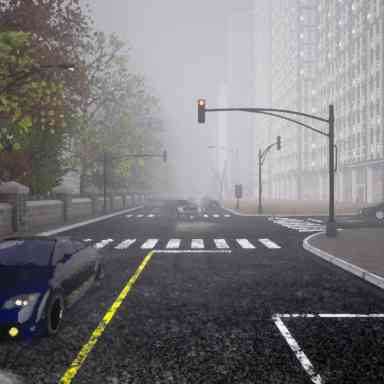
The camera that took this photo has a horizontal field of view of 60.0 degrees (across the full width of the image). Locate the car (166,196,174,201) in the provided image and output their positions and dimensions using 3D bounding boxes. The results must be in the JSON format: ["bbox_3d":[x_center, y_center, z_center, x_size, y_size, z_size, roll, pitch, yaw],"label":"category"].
[{"bbox_3d":[-5.765,1.626,86.597,1.887,1.381,4.507,0,0,0],"label":"car"}]

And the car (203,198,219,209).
[{"bbox_3d":[2.649,1.592,47.178,1.947,1.339,4.313,0,0,0],"label":"car"}]

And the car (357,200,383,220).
[{"bbox_3d":[14.932,1.239,24.769,4.892,1.490,1.837,-1,0,0],"label":"car"}]

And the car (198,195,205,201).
[{"bbox_3d":[2.610,1.642,92.237,2.008,1.369,4.403,0,0,0],"label":"car"}]

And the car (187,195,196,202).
[{"bbox_3d":[-0.069,1.482,78.830,2.033,1.411,5.357,0,0,0],"label":"car"}]

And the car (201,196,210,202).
[{"bbox_3d":[3.082,1.590,76.858,1.812,1.442,4.674,0,0,0],"label":"car"}]

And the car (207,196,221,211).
[{"bbox_3d":[2.654,1.587,41.546,1.947,1.339,4.313,0,0,0],"label":"car"}]

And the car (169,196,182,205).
[{"bbox_3d":[-3.113,1.536,62.962,2.128,1.511,4.902,0,0,0],"label":"car"}]

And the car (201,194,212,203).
[{"bbox_3d":[3.052,1.406,69.828,2.097,1.767,4.553,0,0,0],"label":"car"}]

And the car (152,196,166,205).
[{"bbox_3d":[-5.740,1.478,58.436,1.967,1.590,4.097,0,0,0],"label":"car"}]

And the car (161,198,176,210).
[{"bbox_3d":[-3.141,1.549,45.321,1.812,1.442,4.674,0,0,0],"label":"car"}]

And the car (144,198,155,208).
[{"bbox_3d":[-5.731,1.608,47.171,1.802,1.307,4.206,0,0,0],"label":"car"}]

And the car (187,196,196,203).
[{"bbox_3d":[-0.062,1.578,69.246,1.812,1.442,4.674,0,0,0],"label":"car"}]

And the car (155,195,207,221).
[{"bbox_3d":[-1.009,1.362,27.288,2.097,1.767,4.553,0,0,-27],"label":"car"}]

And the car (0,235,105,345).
[{"bbox_3d":[-3.107,1.565,6.436,1.994,1.385,4.181,0,0,0],"label":"car"}]
